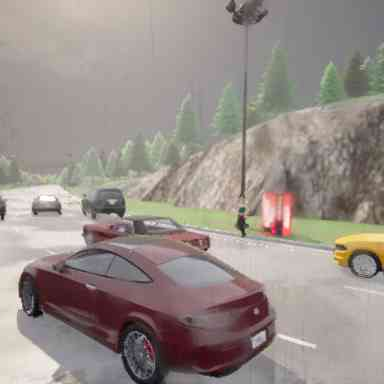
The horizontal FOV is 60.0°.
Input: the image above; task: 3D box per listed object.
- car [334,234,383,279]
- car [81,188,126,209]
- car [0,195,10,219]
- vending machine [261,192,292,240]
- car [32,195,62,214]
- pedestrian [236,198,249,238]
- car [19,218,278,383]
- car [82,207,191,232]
[{"bbox_3d":[6.260,1.498,8.303,5.008,1.535,1.882,2,1,36],"label":"car"},{"bbox_3d":[-6.307,0.737,23.472,2.150,2.045,5.566,1,1,-27],"label":"car"},{"bbox_3d":[-13.099,0.883,21.657,2.128,1.511,4.902,1,1,-28],"label":"car"},{"bbox_3d":[3.899,1.058,15.385,1.100,2.100,0.880,0,1,-44],"label":"vending machine"},{"bbox_3d":[-11.366,0.931,25.954,1.994,1.385,4.181,1,1,-27],"label":"car"},{"bbox_3d":[2.240,1.128,14.852,0.375,1.860,0.375,0,1,-43],"label":"pedestrian"},{"bbox_3d":[-0.983,1.429,5.253,4.674,1.442,1.812,2,1,40],"label":"car"},{"bbox_3d":[-1.706,1.408,10.688,1.895,1.301,4.718,0,1,-44],"label":"car"}]
